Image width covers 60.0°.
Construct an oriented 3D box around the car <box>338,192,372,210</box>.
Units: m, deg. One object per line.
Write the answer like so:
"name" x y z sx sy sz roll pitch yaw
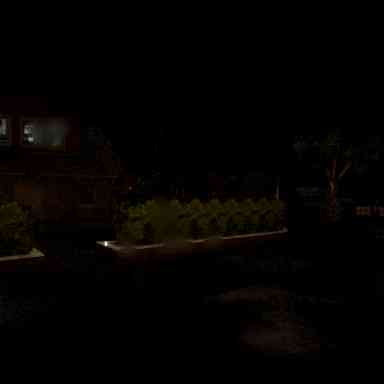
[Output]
"car" 17.407 0.985 36.196 3.866 1.878 1.905 0 0 0
